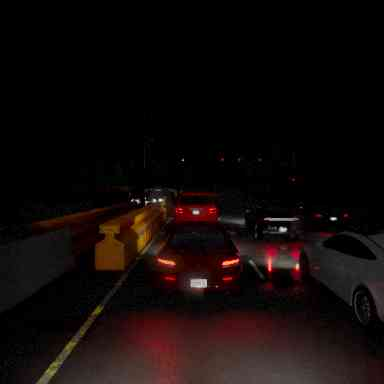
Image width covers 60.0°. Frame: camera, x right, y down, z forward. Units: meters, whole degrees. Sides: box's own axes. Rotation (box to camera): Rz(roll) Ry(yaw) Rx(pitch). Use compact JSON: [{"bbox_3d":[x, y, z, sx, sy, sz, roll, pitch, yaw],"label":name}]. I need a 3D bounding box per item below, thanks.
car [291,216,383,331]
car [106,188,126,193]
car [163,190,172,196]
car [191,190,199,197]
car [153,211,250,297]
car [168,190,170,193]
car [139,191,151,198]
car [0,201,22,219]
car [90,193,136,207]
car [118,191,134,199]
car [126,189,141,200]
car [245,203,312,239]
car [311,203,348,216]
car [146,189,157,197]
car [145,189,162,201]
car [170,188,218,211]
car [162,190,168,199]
[{"bbox_3d":[3.629,1.455,6.606,1.812,1.442,4.674,0,1,0],"label":"car"},{"bbox_3d":[-13.628,0.382,58.020,2.150,2.045,5.566,0,1,1],"label":"car"},{"bbox_3d":[-6.307,0.277,86.212,2.033,1.411,5.357,0,1,0],"label":"car"},{"bbox_3d":[0.639,0.311,79.788,1.882,1.535,5.008,0,1,0],"label":"car"},{"bbox_3d":[0.142,1.431,8.242,1.812,1.442,4.674,0,1,1],"label":"car"},{"bbox_3d":[-6.397,0.251,75.658,2.097,1.767,4.553,0,1,0],"label":"car"},{"bbox_3d":[-9.942,0.527,70.380,1.994,1.385,4.181,0,1,0],"label":"car"},{"bbox_3d":[-13.714,1.288,22.869,1.895,1.301,4.718,0,1,-1],"label":"car"},{"bbox_3d":[-9.376,1.046,38.956,4.718,1.301,1.895,0,1,-21],"label":"car"},{"bbox_3d":[-13.461,0.556,68.158,2.033,1.411,5.357,0,1,0],"label":"car"},{"bbox_3d":[-10.096,0.690,60.305,1.994,1.385,4.181,0,1,1],"label":"car"},{"bbox_3d":[3.696,1.283,15.854,2.128,1.511,4.902,0,1,0],"label":"car"},{"bbox_3d":[7.221,1.309,18.938,1.994,1.385,4.181,0,1,0],"label":"car"},{"bbox_3d":[-9.855,0.177,80.598,2.097,1.767,4.553,0,1,0],"label":"car"},{"bbox_3d":[-6.639,0.710,56.376,1.812,1.442,4.674,0,1,1],"label":"car"},{"bbox_3d":[0.206,0.984,17.839,2.150,2.045,5.566,0,1,1],"label":"car"},{"bbox_3d":[-6.517,0.537,65.642,2.128,1.511,4.902,0,1,1],"label":"car"}]
